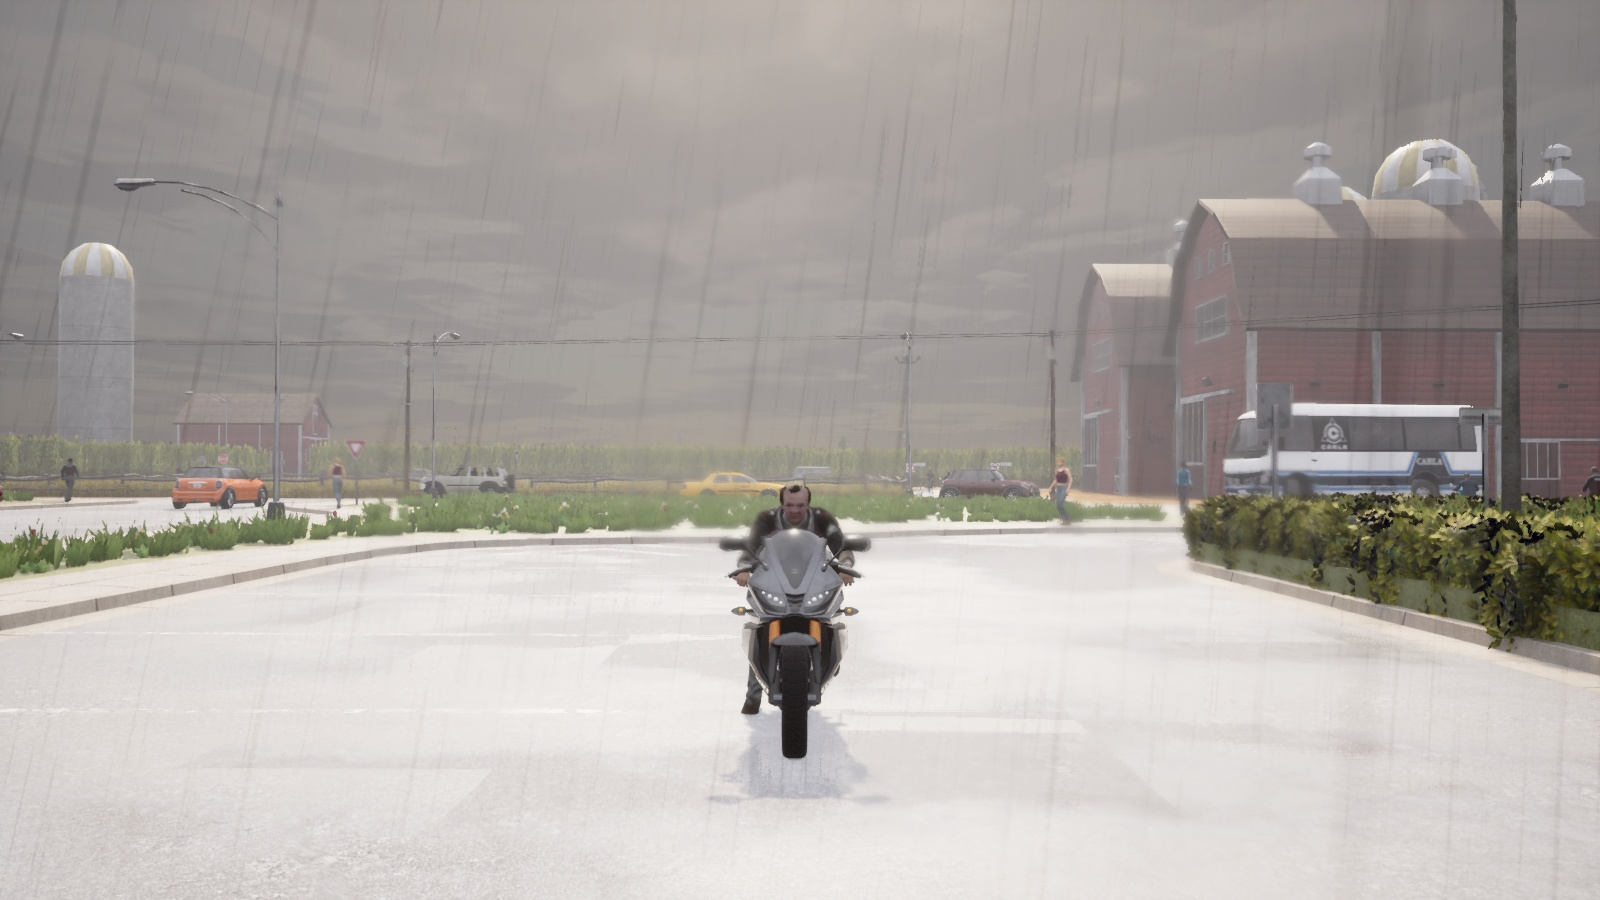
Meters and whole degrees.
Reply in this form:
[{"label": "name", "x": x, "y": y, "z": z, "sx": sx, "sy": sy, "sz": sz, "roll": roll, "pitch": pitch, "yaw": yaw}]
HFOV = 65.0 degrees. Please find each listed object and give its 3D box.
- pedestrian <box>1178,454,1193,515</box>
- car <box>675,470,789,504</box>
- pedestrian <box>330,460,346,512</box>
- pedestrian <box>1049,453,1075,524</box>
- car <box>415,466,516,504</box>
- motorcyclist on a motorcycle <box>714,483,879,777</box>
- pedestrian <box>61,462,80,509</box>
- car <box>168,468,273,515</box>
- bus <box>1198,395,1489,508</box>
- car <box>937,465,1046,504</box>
[{"label": "pedestrian", "x": 12.353, "y": 1.095, "z": 40.266, "sx": 0.396, "sy": 1.930, "sz": 0.692, "roll": 0, "pitch": -1, "yaw": 11}, {"label": "car", "x": -3.219, "y": 1.778, "z": 60.367, "sx": 5.366, "sy": 1.575, "sz": 1.801, "roll": 0, "pitch": -1, "yaw": 0}, {"label": "pedestrian", "x": -16.442, "y": 1.284, "z": 44.699, "sx": 0.345, "sy": 1.836, "sz": 0.594, "roll": 1, "pitch": -1, "yaw": -38}, {"label": "pedestrian", "x": 6.849, "y": 0.992, "z": 32.831, "sx": 0.594, "sy": 1.836, "sz": 0.345, "roll": 0, "pitch": -1, "yaw": -30}, {"label": "car", "x": -16.977, "y": 1.769, "z": 63.895, "sx": 4.605, "sy": 1.855, "sz": 1.932, "roll": 0, "pitch": -1, "yaw": 0}, {"label": "motorcyclist on a motorcycle", "x": -0.023, "y": 0.979, "z": 7.742, "sx": 0.866, "sy": 1.530, "sz": 2.191, "roll": 0, "pitch": -1, "yaw": 0}, {"label": "pedestrian", "x": -30.127, "y": 1.459, "z": 51.861, "sx": 0.402, "sy": 1.930, "sz": 0.666, "roll": 0, "pitch": -1, "yaw": -1}, {"label": "car", "x": -22.878, "y": 1.601, "z": 49.820, "sx": 2.097, "sy": 1.767, "sz": 4.553, "roll": 0, "pitch": -1, "yaw": -1}, {"label": "bus", "x": 21.777, "y": 0.117, "z": 50.546, "sx": 10.273, "sy": 4.253, "sz": 3.944, "roll": 0, "pitch": -2, "yaw": -12}, {"label": "car", "x": 8.877, "y": 1.589, "z": 58.289, "sx": 4.553, "sy": 1.767, "sz": 2.097, "roll": -1, "pitch": -1, "yaw": 26}]
